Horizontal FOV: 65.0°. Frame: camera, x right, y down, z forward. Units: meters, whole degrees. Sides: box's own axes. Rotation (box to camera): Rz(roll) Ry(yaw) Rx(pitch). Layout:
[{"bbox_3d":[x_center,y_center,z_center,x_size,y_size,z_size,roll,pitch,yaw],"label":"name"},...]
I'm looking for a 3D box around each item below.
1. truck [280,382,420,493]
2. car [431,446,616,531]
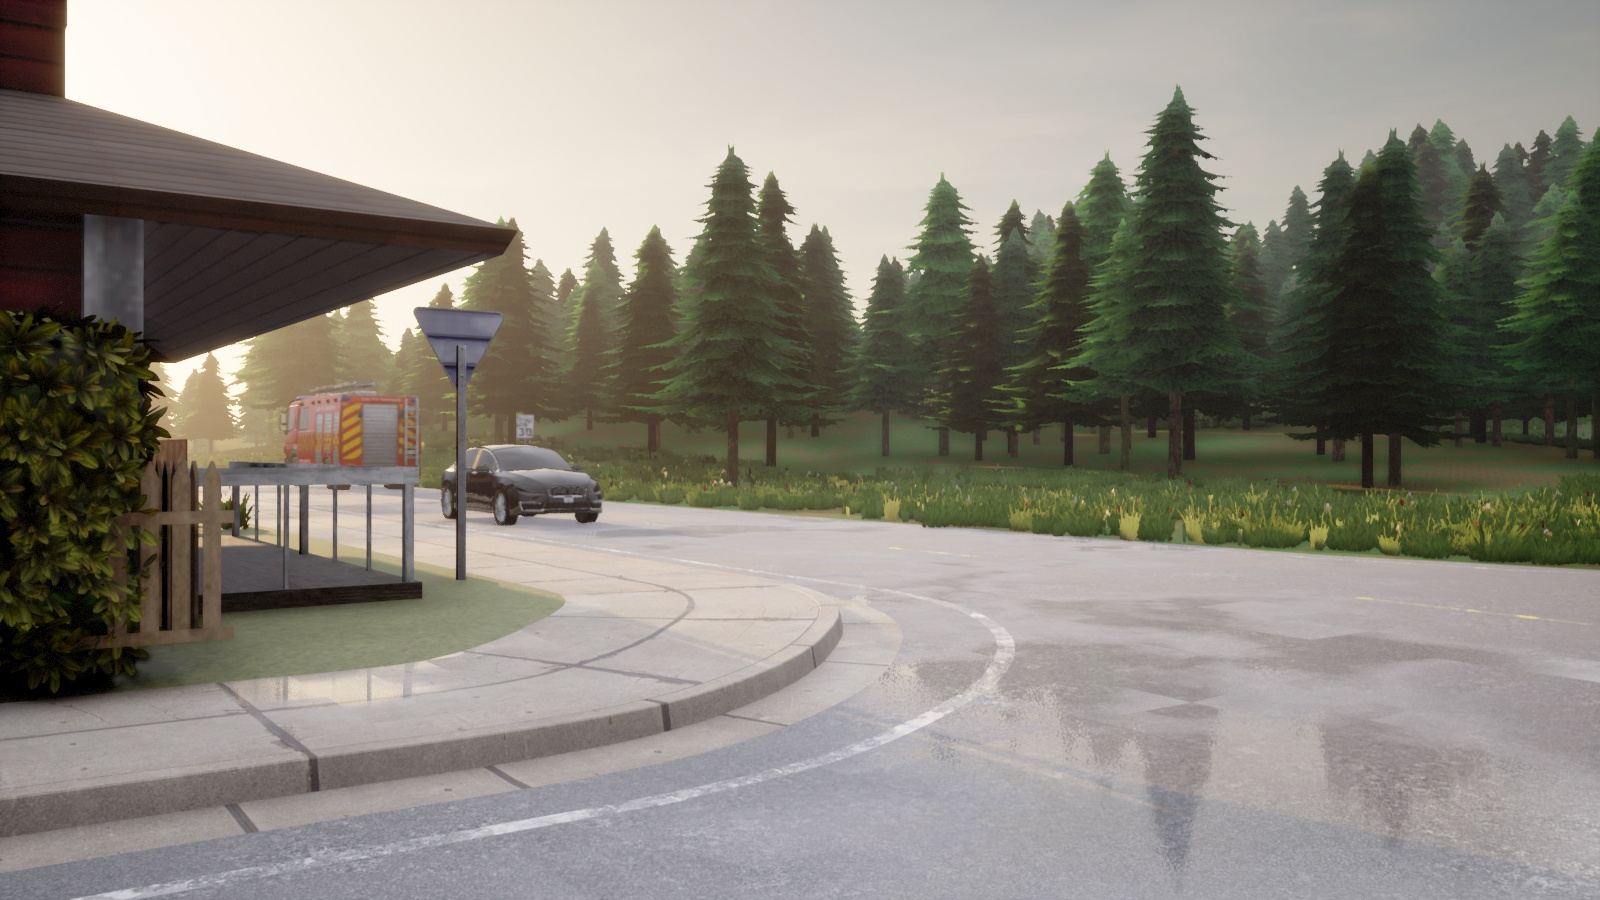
[{"bbox_3d":[-17.199,-0.410,47.581,2.891,3.827,8.468,0,0,-35],"label":"truck"},{"bbox_3d":[-5.535,0.679,24.632,1.837,1.490,4.892,0,0,-35],"label":"car"}]
